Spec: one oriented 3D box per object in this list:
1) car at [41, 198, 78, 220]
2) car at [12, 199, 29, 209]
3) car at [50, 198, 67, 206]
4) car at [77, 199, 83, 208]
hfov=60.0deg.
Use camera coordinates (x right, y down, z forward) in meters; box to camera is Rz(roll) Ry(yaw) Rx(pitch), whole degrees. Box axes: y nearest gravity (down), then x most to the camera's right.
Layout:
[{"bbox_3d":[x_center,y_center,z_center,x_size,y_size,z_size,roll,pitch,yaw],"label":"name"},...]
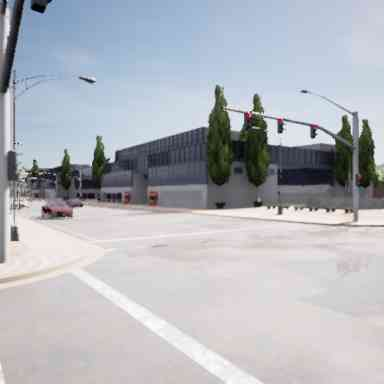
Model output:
[{"bbox_3d":[-11.985,1.579,29.489,1.882,1.535,5.008,0,0,-35],"label":"car"},{"bbox_3d":[-25.008,1.707,48.464,1.812,1.442,4.674,0,0,-34],"label":"car"},{"bbox_3d":[-23.662,1.764,58.856,1.994,1.385,4.181,0,0,-35],"label":"car"},{"bbox_3d":[-18.080,1.730,50.881,1.994,1.385,4.181,0,0,-34],"label":"car"}]
